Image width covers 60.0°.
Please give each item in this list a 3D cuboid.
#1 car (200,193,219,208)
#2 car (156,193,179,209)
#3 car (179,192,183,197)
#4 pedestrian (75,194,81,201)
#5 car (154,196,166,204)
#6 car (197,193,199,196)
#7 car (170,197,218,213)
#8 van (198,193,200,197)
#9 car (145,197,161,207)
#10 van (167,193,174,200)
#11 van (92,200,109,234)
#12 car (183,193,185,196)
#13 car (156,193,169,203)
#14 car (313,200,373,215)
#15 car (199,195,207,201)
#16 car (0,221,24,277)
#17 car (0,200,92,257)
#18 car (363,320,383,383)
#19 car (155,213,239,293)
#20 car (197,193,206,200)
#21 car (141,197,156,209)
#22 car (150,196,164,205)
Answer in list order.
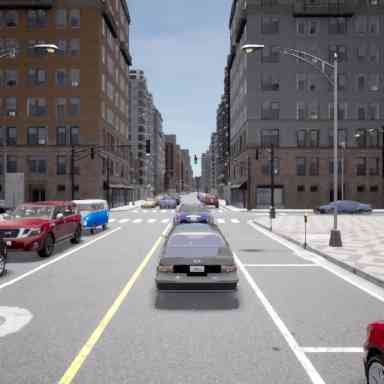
[{"bbox_3d":[2.613,1.253,45.698,2.192,1.841,5.009,0,0,0],"label":"car"},{"bbox_3d":[-3.151,1.293,44.296,2.097,1.767,4.553,0,0,0],"label":"car"},{"bbox_3d":[-3.165,1.135,54.752,2.150,2.045,5.566,0,0,1],"label":"car"},{"bbox_3d":[-12.597,1.096,36.657,0.375,1.860,0.375,0,0,1],"label":"pedestrian"},{"bbox_3d":[-5.934,1.418,62.510,1.752,1.417,4.829,0,0,0],"label":"car"},{"bbox_3d":[2.577,1.385,74.152,1.752,1.417,4.829,0,0,0],"label":"car"},{"bbox_3d":[0.070,1.350,18.503,2.097,1.767,4.553,0,0,0],"label":"car"},{"bbox_3d":[2.592,1.233,62.669,1.690,1.788,3.998,0,0,0],"label":"van"},{"bbox_3d":[-5.920,1.489,51.371,1.947,1.339,4.313,0,0,0],"label":"car"},{"bbox_3d":[-5.969,1.149,90.955,1.690,1.788,3.998,0,0,0],"label":"van"},{"bbox_3d":[-5.881,1.339,18.700,1.690,1.788,3.998,0,0,0],"label":"van"},{"bbox_3d":[-3.116,1.376,65.670,2.128,1.511,4.902,0,0,1],"label":"car"},{"bbox_3d":[-5.941,1.191,68.335,2.192,1.841,5.009,0,0,0],"label":"car"},{"bbox_3d":[15.027,1.506,33.235,5.357,1.411,2.033,0,0,1],"label":"car"},{"bbox_3d":[2.570,1.425,79.639,1.802,1.307,4.206,0,0,0],"label":"car"},{"bbox_3d":[-5.867,1.566,7.418,1.947,1.339,4.313,0,0,0],"label":"car"},{"bbox_3d":[-5.874,1.315,13.058,2.192,1.841,5.009,0,0,0],"label":"car"},{"bbox_3d":[2.666,1.545,1.764,1.887,1.381,4.507,0,0,0],"label":"car"},{"bbox_3d":[0.091,1.547,8.996,2.033,1.411,5.357,0,0,0],"label":"car"},{"bbox_3d":[2.556,1.123,90.951,2.192,1.841,5.009,0,0,0],"label":"car"},{"bbox_3d":[-5.913,1.463,45.546,1.752,1.417,4.829,0,0,0],"label":"car"},{"bbox_3d":[-5.927,1.434,56.855,1.752,1.417,4.829,0,0,0],"label":"car"}]
